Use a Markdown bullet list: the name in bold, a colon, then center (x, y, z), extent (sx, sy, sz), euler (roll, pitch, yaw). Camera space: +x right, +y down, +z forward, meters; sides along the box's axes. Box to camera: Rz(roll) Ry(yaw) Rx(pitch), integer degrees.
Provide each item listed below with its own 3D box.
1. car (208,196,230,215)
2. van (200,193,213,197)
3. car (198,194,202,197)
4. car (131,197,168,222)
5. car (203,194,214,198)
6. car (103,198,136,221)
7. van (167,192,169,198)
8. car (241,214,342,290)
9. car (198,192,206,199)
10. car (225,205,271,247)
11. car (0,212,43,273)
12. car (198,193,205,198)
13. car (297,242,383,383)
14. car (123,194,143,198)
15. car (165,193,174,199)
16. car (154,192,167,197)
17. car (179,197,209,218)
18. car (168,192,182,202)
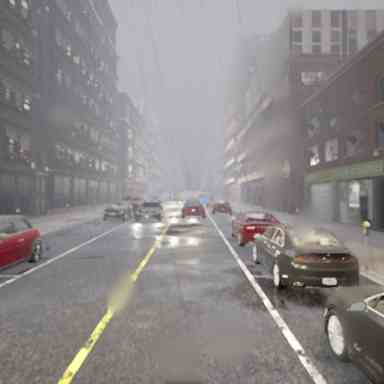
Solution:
- **car**: center (2.719, 1.378, 31.409), extent (1.887, 1.381, 4.507), euler (1, 0, 0)
- **van**: center (2.702, 1.049, 54.090), extent (1.690, 1.788, 3.998), euler (1, 0, 0)
- **car**: center (0.079, 1.361, 44.654), extent (1.895, 1.301, 4.718), euler (0, 0, 1)
- **car**: center (-3.086, 1.394, 25.048), extent (1.812, 1.442, 4.674), euler (0, 0, 0)
- **car**: center (2.714, 1.295, 42.920), extent (1.752, 1.417, 4.829), euler (1, 0, 0)
- **car**: center (-5.664, 1.415, 25.811), extent (2.008, 1.369, 4.403), euler (1, 0, 0)
- **van**: center (-5.635, 0.951, 71.177), extent (1.690, 1.788, 3.998), euler (1, 0, 0)
- **car**: center (2.706, 1.506, 8.728), extent (2.008, 1.369, 4.403), euler (1, 0, 0)
- **car**: center (2.719, 0.951, 88.113), extent (1.967, 1.590, 4.097), euler (1, 0, 0)
- **car**: center (2.709, 1.470, 14.398), extent (1.887, 1.381, 4.507), euler (1, 0, 0)
- **car**: center (-5.673, 1.395, 8.798), extent (1.967, 1.590, 4.097), euler (1, 0, 0)
- **car**: center (2.721, 1.044, 93.784), extent (1.947, 1.339, 4.313), euler (1, 0, 0)
- **car**: center (2.702, 1.535, 3.057), extent (2.008, 1.369, 4.403), euler (1, 0, 0)
- **car**: center (-5.657, 1.148, 31.480), extent (2.192, 1.841, 5.009), euler (1, 0, 0)
- **car**: center (-5.632, 1.089, 82.520), extent (1.887, 1.381, 4.507), euler (1, 0, 0)
- **car**: center (-5.646, 1.147, 54.165), extent (1.967, 1.590, 4.097), euler (1, 0, 0)
- **car**: center (0.114, 1.414, 28.410), extent (1.994, 1.385, 4.181), euler (0, 0, 0)
- **car**: center (-2.980, 0.991, 65.920), extent (2.097, 1.767, 4.553), euler (0, 0, 0)
